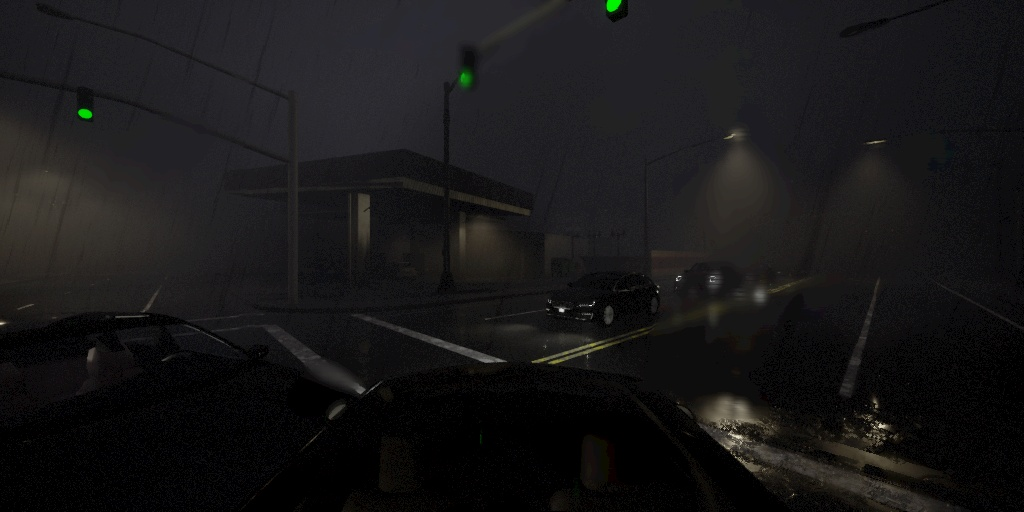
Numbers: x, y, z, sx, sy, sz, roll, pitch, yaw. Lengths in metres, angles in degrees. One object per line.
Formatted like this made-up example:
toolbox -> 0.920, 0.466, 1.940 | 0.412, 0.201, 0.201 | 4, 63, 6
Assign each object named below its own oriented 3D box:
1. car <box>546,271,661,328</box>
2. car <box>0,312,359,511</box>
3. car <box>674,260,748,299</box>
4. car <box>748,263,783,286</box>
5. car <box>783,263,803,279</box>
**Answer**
car -> 3.115, 1.255, 11.627 | 4.892, 1.490, 1.837 | 0, 0, -44
car -> -3.368, 1.242, 2.739 | 4.902, 1.511, 2.128 | 0, 0, 16
car -> 10.092, 1.102, 18.333 | 4.553, 1.767, 2.097 | 0, 0, -44
car -> 17.157, 1.314, 25.102 | 4.181, 1.385, 1.994 | 0, 0, -45
car -> 24.432, 1.314, 32.009 | 4.181, 1.385, 1.994 | 0, 0, -43
